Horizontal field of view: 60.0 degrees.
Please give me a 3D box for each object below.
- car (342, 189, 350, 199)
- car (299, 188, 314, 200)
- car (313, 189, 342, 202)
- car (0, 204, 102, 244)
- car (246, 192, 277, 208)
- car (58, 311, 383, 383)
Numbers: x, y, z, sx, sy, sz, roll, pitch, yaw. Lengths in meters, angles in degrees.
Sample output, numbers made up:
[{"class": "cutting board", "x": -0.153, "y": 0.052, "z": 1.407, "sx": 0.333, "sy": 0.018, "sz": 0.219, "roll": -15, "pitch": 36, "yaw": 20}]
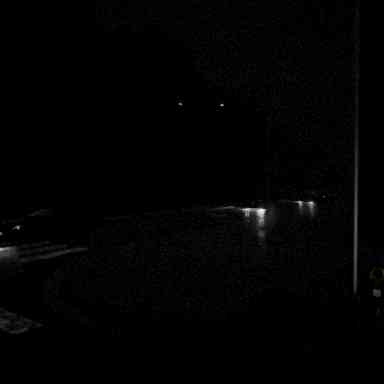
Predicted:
[{"class": "car", "x": 24.355, "y": 0.285, "z": 53.182, "sx": 2.033, "sy": 1.411, "sz": 5.357, "roll": 1, "pitch": 2, "yaw": 36}, {"class": "car", "x": 16.970, "y": 0.224, "z": 47.689, "sx": 1.812, "sy": 1.442, "sz": 4.674, "roll": 1, "pitch": 2, "yaw": 35}, {"class": "car", "x": 18.172, "y": 0.533, "z": 44.483, "sx": 1.994, "sy": 1.385, "sz": 4.181, "roll": 1, "pitch": 2, "yaw": 36}, {"class": "car", "x": -6.259, "y": 1.321, "z": 15.141, "sx": 1.812, "sy": 1.442, "sz": 4.674, "roll": 1, "pitch": 2, "yaw": 35}, {"class": "car", "x": 7.217, "y": 0.790, "z": 34.117, "sx": 1.812, "sy": 1.442, "sz": 4.674, "roll": 1, "pitch": 2, "yaw": 35}, {"class": "car", "x": 0.927, "y": 1.546, "z": 2.134, "sx": 4.507, "sy": 1.381, "sz": 1.887, "roll": 0, "pitch": 1, "yaw": 35}]
